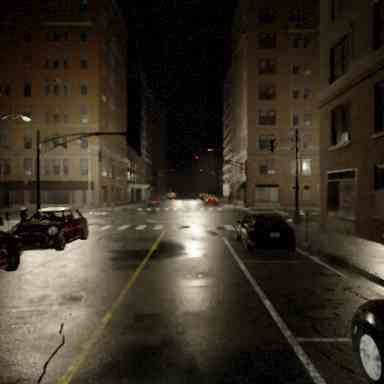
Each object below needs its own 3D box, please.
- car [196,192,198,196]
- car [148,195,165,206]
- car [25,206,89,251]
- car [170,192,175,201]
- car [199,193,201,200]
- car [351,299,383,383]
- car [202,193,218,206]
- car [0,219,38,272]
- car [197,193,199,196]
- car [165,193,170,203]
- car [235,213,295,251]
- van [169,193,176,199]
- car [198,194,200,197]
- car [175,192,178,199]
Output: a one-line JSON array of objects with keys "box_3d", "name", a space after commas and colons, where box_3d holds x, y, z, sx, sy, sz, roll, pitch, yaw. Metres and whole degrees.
[{"box_3d": [2.953, 1.062, 88.463, 2.192, 1.841, 5.009, 0, 0, 0], "name": "car"}, {"box_3d": [-5.638, 1.393, 50.614, 1.802, 1.307, 4.206, 0, 0, 0], "name": "car"}, {"box_3d": [-5.671, 1.381, 13.510, 1.967, 1.590, 4.097, 0, 0, 0], "name": "car"}, {"box_3d": [-5.590, 1.281, 77.486, 1.752, 1.417, 4.829, 0, 0, 0], "name": "car"}, {"box_3d": [2.907, 1.332, 61.419, 2.008, 1.369, 4.403, 0, 0, 0], "name": "car"}, {"box_3d": [2.855, 1.539, 2.508, 2.008, 1.369, 4.403, 0, 0, 0], "name": "car"}, {"box_3d": [2.887, 1.250, 50.600, 1.967, 1.590, 4.097, 0, 0, 0], "name": "car"}, {"box_3d": [-5.670, 1.547, 8.010, 1.802, 1.307, 4.206, 0, 0, 0], "name": "car"}, {"box_3d": [2.944, 1.190, 83.054, 1.967, 1.590, 4.097, 0, 0, 0], "name": "car"}, {"box_3d": [-5.618, 1.333, 61.430, 2.008, 1.369, 4.403, 0, 0, 0], "name": "car"}, {"box_3d": [2.855, 1.506, 13.511, 1.947, 1.339, 4.313, 0, 0, 0], "name": "car"}, {"box_3d": [-5.563, 1.088, 93.881, 1.690, 1.788, 3.998, 0, 0, 0], "name": "van"}, {"box_3d": [2.925, 1.201, 72.236, 1.967, 1.590, 4.097, 0, 0, 0], "name": "car"}, {"box_3d": [-5.572, 1.063, 88.473, 2.192, 1.841, 5.009, 0, 0, 0], "name": "car"}]
